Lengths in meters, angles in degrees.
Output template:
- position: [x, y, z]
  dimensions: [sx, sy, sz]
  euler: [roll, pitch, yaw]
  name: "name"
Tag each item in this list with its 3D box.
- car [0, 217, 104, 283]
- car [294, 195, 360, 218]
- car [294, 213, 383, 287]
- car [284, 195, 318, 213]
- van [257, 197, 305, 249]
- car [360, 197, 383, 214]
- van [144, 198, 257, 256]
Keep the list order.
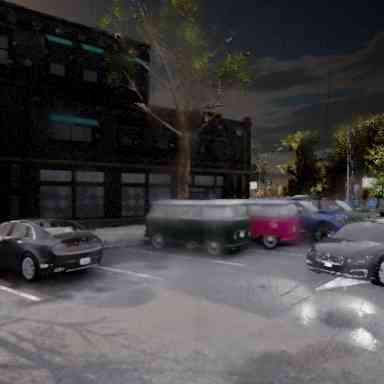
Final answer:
- position: [-4.679, 1.498, 9.744]
  dimensions: [4.892, 1.521, 2.231]
  euler: [-1, -1, 34]
  name: "car"
- position: [4.976, 1.316, 16.607]
  dimensions: [5.566, 2.045, 2.435]
  euler: [-1, -1, 34]
  name: "car"
- position: [5.345, 1.564, 9.655]
  dimensions: [4.892, 1.490, 1.837]
  euler: [0, 0, -36]
  name: "car"
- position: [13.940, 1.447, 42.288]
  dimensions: [2.435, 2.045, 5.566]
  euler: [0, 0, 36]
  name: "car"
- position: [2.443, 1.325, 14.961]
  dimensions: [4.442, 1.987, 1.878]
  euler: [-1, -1, 35]
  name: "van"
- position: [7.386, 1.333, 18.324]
  dimensions: [5.566, 2.045, 2.435]
  euler: [-1, -1, 35]
  name: "car"
- position: [0.033, 1.308, 13.244]
  dimensions: [4.442, 1.987, 1.878]
  euler: [-1, -1, 35]
  name: "van"
